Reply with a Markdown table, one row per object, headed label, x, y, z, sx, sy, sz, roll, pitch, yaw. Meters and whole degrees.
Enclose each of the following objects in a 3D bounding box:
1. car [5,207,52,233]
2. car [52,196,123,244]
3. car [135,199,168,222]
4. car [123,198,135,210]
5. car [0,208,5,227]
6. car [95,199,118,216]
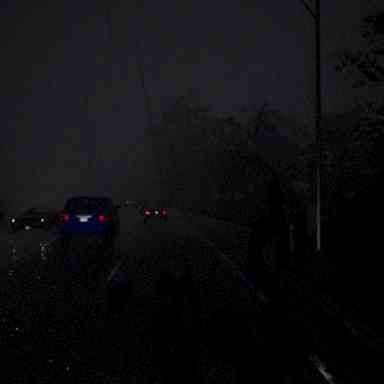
| label | x | y | z | sx | sy | sz | roll | pitch | yaw |
| --- | --- | --- | --- | --- | --- | --- | --- | --- | --- |
| car | -9.127 | 1.585 | 19.803 | 1.895 | 1.301 | 4.718 | 0 | 0 | -11 |
| car | -4.758 | 1.207 | 16.062 | 2.150 | 2.045 | 5.566 | 0 | 0 | -8 |
| car | -3.090 | 1.519 | 26.100 | 2.033 | 1.411 | 5.357 | 0 | 0 | -13 |
| car | -7.976 | 1.448 | 41.997 | 2.128 | 1.511 | 4.902 | 0 | 0 | -20 |
| car | -12.722 | 1.491 | 19.835 | 1.837 | 1.490 | 4.892 | 0 | 0 | -11 |
| car | -8.902 | 1.512 | 34.235 | 2.033 | 1.411 | 5.357 | 0 | 0 | -18 |
